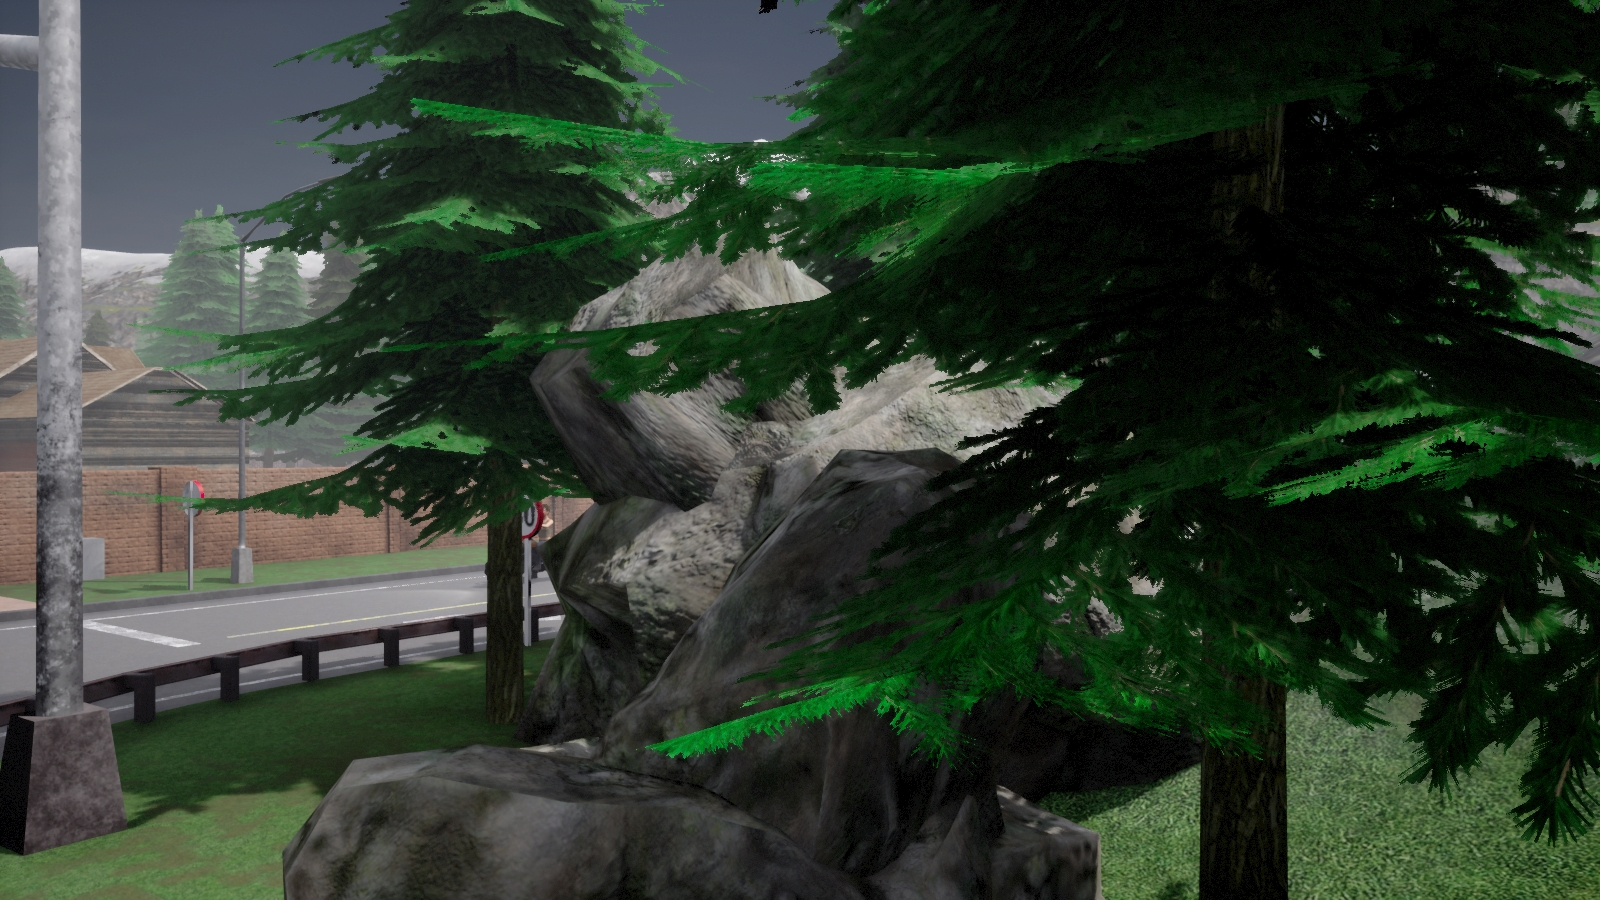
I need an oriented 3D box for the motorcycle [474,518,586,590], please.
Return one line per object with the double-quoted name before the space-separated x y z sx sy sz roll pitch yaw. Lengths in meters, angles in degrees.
"motorcycle" -5.636 2.150 24.014 0.764 1.277 2.356 0 0 36
